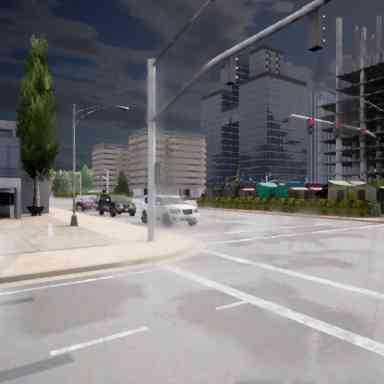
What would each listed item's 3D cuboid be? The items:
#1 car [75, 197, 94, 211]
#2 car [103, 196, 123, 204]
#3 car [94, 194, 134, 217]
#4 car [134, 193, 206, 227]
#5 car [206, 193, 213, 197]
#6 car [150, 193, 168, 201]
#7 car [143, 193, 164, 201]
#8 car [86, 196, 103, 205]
[{"bbox_3d":[-12.797,1.526,40.354,1.812,1.442,4.674,0,0,-32],"label":"car"},{"bbox_3d":[-15.330,1.547,64.133,2.033,1.411,5.357,0,0,-34],"label":"car"},{"bbox_3d":[-7.243,1.221,31.682,2.150,2.045,5.566,0,0,-33],"label":"car"},{"bbox_3d":[-1.698,1.222,23.036,2.150,2.045,5.566,0,0,-33],"label":"car"},{"bbox_3d":[3.240,1.156,62.439,3.866,1.878,1.905,0,0,-34],"label":"car"},{"bbox_3d":[-7.805,1.156,78.660,3.866,1.878,1.905,0,0,-34],"label":"car"},{"bbox_3d":[-9.384,1.153,81.086,4.605,1.855,1.932,0,0,-34],"label":"car"},{"bbox_3d":[-18.287,1.564,62.235,1.994,1.385,4.181,0,0,-33],"label":"car"}]
